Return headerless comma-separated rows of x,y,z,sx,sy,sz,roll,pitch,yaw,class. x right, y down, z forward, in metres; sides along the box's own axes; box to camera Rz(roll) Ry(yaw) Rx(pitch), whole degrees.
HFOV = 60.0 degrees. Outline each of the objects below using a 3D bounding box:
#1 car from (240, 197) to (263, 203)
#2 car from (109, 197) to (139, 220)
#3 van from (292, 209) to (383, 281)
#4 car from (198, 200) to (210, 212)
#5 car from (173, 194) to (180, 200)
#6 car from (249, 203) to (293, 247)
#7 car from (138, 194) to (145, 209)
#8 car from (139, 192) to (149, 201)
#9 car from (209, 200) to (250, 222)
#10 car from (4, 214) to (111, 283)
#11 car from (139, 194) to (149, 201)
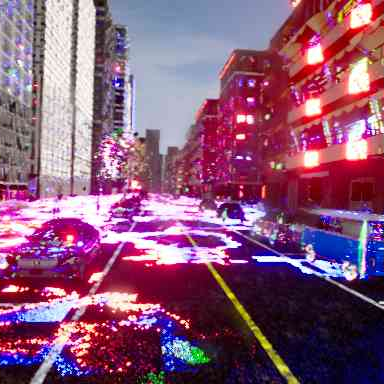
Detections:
10.330,1.616,58.051,4.403,1.369,2.008,1,1,-7,car
-5.335,1.315,25.510,1.752,1.417,4.829,2,0,-6,car
4.784,1.483,10.092,1.690,1.788,3.998,2,0,-6,van
1.768,1.560,37.592,2.008,1.369,4.403,2,0,-6,car
-4.162,1.364,91.747,1.947,1.339,4.313,2,0,-6,car
4.179,1.555,15.592,1.967,1.590,4.097,2,0,-6,car
-6.558,1.282,36.679,1.887,1.381,4.507,2,0,-6,car
-10.076,0.922,68.874,2.192,1.841,5.009,2,0,-6,car
2.972,1.611,26.591,2.008,1.369,4.403,2,0,-6,car
-3.550,1.452,9.181,1.802,1.307,4.206,2,0,-6,car
-10.685,1.152,74.365,1.947,1.339,4.313,2,0,-6,car
